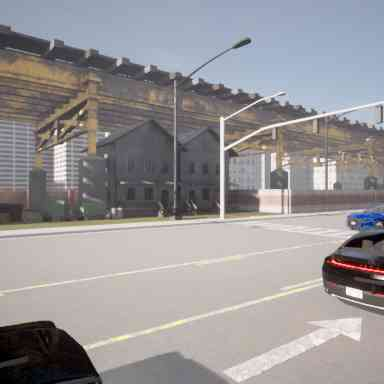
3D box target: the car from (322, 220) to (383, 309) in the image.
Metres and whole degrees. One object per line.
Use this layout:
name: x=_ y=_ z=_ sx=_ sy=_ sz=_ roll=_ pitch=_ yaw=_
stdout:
car: x=4.801 y=1.505 z=7.184 sx=4.892 sy=1.490 sz=1.837 roll=0 pitch=0 yaw=-35

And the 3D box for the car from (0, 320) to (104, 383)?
car: x=-2.814 y=1.601 z=1.743 sx=4.718 sy=1.301 sz=1.895 roll=0 pitch=0 yaw=-35

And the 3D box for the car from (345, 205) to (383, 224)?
car: x=11.350 y=1.478 z=19.516 sx=5.008 sy=1.535 sz=1.882 roll=0 pitch=-1 yaw=-21
